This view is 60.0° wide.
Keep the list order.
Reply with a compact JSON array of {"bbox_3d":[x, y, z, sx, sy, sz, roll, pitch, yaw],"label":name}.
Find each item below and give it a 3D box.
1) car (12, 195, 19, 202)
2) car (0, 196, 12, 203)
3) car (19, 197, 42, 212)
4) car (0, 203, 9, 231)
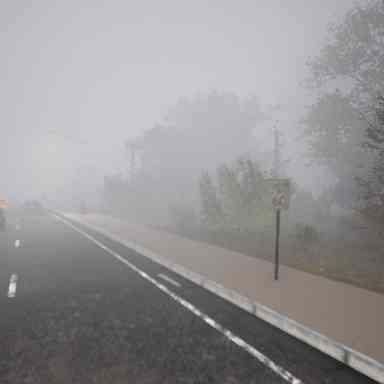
[{"bbox_3d":[-35.576,1.366,66.786,1.812,1.442,4.674,2,-1,-33],"label":"car"},{"bbox_3d":[-20.573,1.365,35.468,1.882,1.535,5.008,2,-1,-29],"label":"car"},{"bbox_3d":[-18.595,1.533,38.568,1.994,1.385,4.181,2,-1,-29],"label":"car"},{"bbox_3d":[-11.954,1.527,19.582,1.895,1.301,4.718,2,-1,-28],"label":"car"}]
